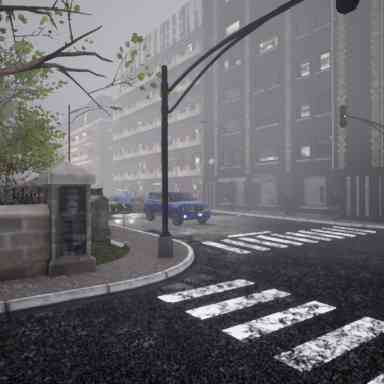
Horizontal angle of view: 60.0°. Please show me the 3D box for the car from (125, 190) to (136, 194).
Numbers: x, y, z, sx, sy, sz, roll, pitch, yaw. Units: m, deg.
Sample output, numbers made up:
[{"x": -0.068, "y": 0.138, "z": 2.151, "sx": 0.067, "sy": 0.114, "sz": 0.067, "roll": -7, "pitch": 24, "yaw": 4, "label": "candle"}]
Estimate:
[{"x": -5.083, "y": 0.727, "z": 36.831, "sx": 2.192, "sy": 1.841, "sz": 5.009, "roll": 1, "pitch": 1, "yaw": -36, "label": "car"}]

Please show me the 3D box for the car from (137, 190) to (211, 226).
[{"x": -1.143, "y": 0.926, "z": 21.630, "sx": 2.150, "sy": 2.045, "sz": 5.566, "roll": 0, "pitch": 1, "yaw": -36, "label": "car"}]

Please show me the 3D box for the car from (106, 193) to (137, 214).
[{"x": -6.803, "y": 1.098, "z": 29.359, "sx": 1.994, "sy": 1.385, "sz": 4.181, "roll": 0, "pitch": 1, "yaw": -36, "label": "car"}]

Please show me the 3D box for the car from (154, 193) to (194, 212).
[{"x": -1.821, "y": 0.950, "z": 32.377, "sx": 1.967, "sy": 1.590, "sz": 4.097, "roll": 1, "pitch": 1, "yaw": -36, "label": "car"}]

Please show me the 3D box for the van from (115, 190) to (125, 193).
[{"x": -8.348, "y": 0.655, "z": 41.285, "sx": 1.690, "sy": 1.788, "sz": 3.998, "roll": 1, "pitch": 1, "yaw": -36, "label": "van"}]

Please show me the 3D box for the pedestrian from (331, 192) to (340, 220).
[{"x": 9.454, "y": 0.902, "z": 21.945, "sx": 0.375, "sy": 1.860, "sz": 0.375, "roll": 1, "pitch": -1, "yaw": -36, "label": "pedestrian"}]
